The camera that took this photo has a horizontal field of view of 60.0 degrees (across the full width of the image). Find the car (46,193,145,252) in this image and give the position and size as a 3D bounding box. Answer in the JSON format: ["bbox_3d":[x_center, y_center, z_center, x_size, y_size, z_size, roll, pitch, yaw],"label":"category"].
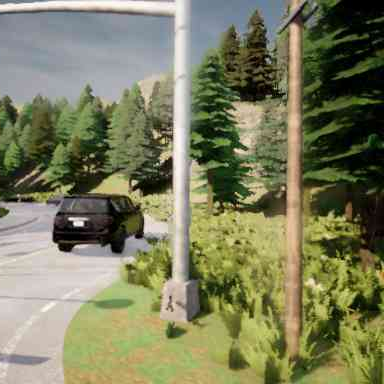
[{"bbox_3d":[-3.386,1.070,13.112,2.150,2.045,5.566,0,0,4],"label":"car"}]

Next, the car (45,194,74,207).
[{"bbox_3d":[-16.936,1.051,42.338,1.812,1.442,4.674,0,1,-44],"label":"car"}]

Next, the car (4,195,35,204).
[{"bbox_3d":[-25.223,1.015,48.493,4.718,1.301,1.895,1,0,26],"label":"car"}]
